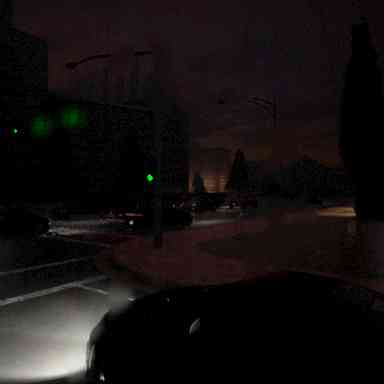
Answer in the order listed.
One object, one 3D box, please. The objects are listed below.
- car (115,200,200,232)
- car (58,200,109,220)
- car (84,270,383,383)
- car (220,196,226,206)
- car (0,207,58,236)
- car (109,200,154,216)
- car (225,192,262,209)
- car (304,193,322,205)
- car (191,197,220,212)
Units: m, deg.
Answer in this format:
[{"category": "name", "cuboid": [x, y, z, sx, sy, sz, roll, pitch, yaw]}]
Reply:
[{"category": "car", "cuboid": [-1.957, 1.491, 20.482, 2.128, 1.511, 4.902, 0, 0, 36]}, {"category": "car", "cuboid": [-9.402, 1.478, 28.456, 1.882, 1.535, 5.008, 0, 0, 36]}, {"category": "car", "cuboid": [0.820, 1.564, 3.416, 4.181, 1.385, 1.994, 0, 0, 35]}, {"category": "car", "cuboid": [1.865, 1.547, 43.938, 2.033, 1.411, 5.357, 0, 0, 36]}, {"category": "car", "cuboid": [-9.405, 1.505, 16.189, 1.837, 1.490, 4.892, 0, 0, 36]}, {"category": "car", "cuboid": [-4.599, 1.601, 29.096, 1.895, 1.301, 4.718, 0, 0, 36]}, {"category": "car", "cuboid": [7.028, 1.221, 45.078, 2.150, 2.045, 5.566, 0, 0, 36]}, {"category": "car", "cuboid": [21.546, 1.491, 58.777, 2.128, 1.511, 4.902, 0, 0, 36]}, {"category": "car", "cuboid": [0.723, 1.352, 36.422, 2.097, 1.767, 4.553, 0, 0, 36]}]
